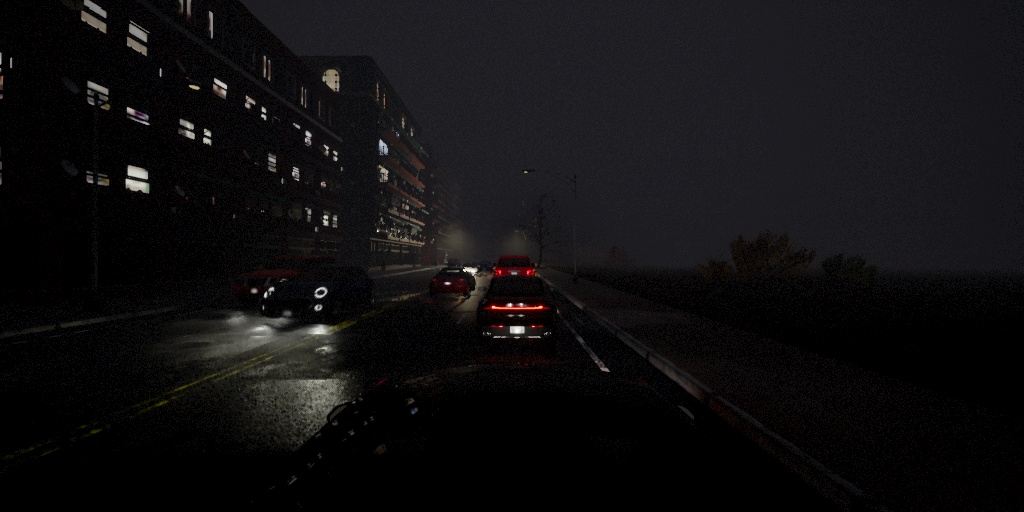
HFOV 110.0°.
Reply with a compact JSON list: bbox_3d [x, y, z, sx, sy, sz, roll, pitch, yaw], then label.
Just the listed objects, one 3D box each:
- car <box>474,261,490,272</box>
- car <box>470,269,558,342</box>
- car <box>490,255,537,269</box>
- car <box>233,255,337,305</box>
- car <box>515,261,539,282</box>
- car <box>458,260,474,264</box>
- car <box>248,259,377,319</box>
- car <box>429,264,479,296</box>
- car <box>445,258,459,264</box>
[{"bbox_3d":[-3.121,1.280,42.843,1.812,1.442,4.674,0,0,0],"label":"car"},{"bbox_3d":[0.107,1.256,9.727,1.837,1.490,4.892,0,0,0],"label":"car"},{"bbox_3d":[0.112,0.975,20.074,2.150,2.045,5.566,0,0,0],"label":"car"},{"bbox_3d":[-9.837,0.974,16.446,2.150,2.045,5.566,0,0,0],"label":"car"},{"bbox_3d":[1.157,1.209,30.482,1.801,1.575,5.366,0,0,0],"label":"car"},{"bbox_3d":[-6.559,1.353,54.730,1.895,1.301,4.718,0,0,0],"label":"car"},{"bbox_3d":[-6.592,1.104,12.766,2.097,1.767,4.553,0,0,0],"label":"car"},{"bbox_3d":[-3.138,1.317,19.464,1.994,1.385,4.181,0,0,0],"label":"car"},{"bbox_3d":[-9.788,1.103,59.914,2.097,1.767,4.553,0,0,0],"label":"car"}]
